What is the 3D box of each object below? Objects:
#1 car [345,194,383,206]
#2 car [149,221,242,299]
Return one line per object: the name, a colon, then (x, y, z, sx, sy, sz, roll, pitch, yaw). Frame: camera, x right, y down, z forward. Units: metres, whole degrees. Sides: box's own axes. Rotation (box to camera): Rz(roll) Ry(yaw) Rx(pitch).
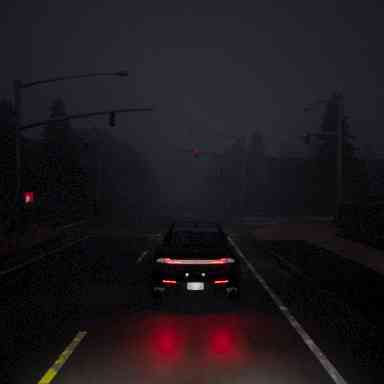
car: (15.881, 1.202, 28.964, 5.566, 2.045, 2.150, 0, 0, -8)
car: (0.084, 1.492, 8.444, 2.128, 1.511, 4.902, 0, 0, 0)
